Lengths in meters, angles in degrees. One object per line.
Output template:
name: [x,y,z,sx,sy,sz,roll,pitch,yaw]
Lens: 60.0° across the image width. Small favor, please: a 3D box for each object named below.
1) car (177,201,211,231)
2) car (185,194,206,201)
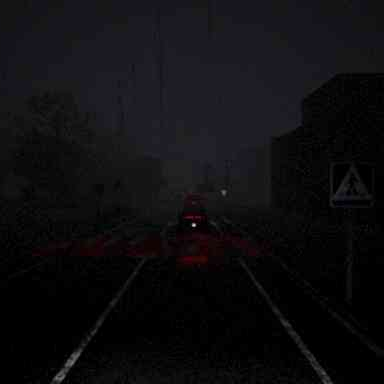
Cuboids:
car: [0.109,1.580,21.134,1.837,1.490,4.892,0,1,0]
car: [0.329,1.282,37.408,2.150,2.045,5.566,0,0,2]
